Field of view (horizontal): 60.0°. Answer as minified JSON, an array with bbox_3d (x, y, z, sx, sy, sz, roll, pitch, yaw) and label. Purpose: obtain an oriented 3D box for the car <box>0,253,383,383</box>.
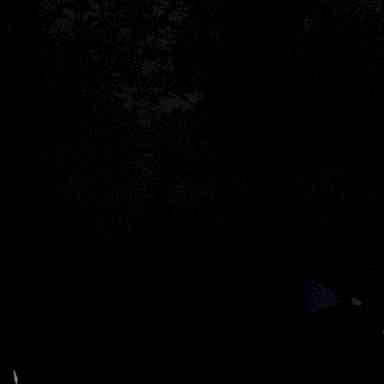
[{"bbox_3d":[0.606,1.535,4.177,5.357,1.411,2.033,0,0,-36],"label":"car"}]
